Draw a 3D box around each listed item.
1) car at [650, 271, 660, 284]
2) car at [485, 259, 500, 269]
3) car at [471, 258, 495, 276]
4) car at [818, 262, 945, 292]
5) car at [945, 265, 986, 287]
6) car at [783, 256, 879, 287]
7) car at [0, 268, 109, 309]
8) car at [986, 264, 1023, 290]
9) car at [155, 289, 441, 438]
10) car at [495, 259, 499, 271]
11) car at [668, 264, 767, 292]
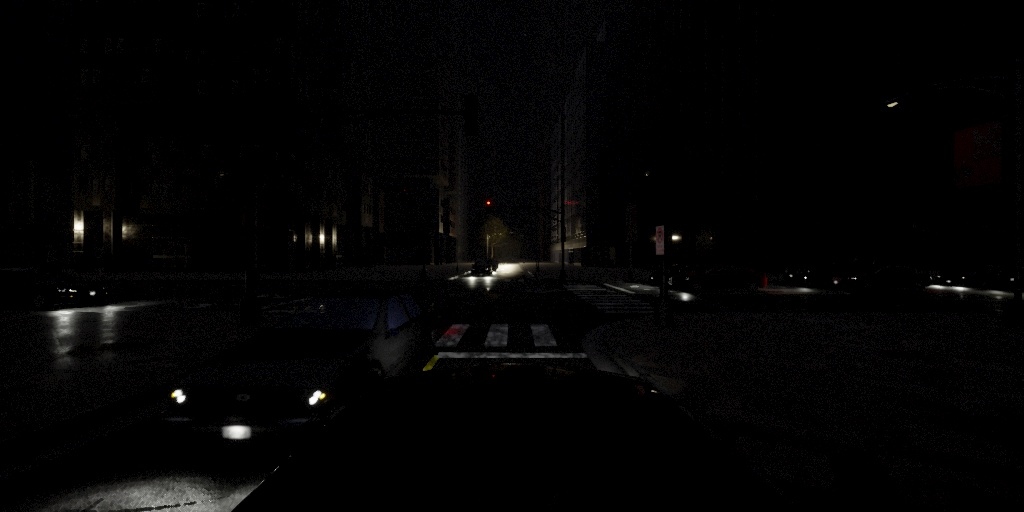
[{"bbox_3d":[11.854,1.258,24.194,4.892,1.490,1.837,0,0,-1],"label":"car"},{"bbox_3d":[-3.125,1.241,57.209,2.128,1.511,4.902,0,0,0],"label":"car"},{"bbox_3d":[-3.101,1.227,37.513,1.882,1.535,5.008,0,0,1],"label":"car"},{"bbox_3d":[21.331,1.262,20.894,4.902,1.511,2.128,0,0,0],"label":"car"},{"bbox_3d":[32.040,1.327,24.094,5.357,1.411,2.033,0,0,0],"label":"car"},{"bbox_3d":[21.585,0.986,24.129,5.566,2.045,2.150,0,0,1],"label":"car"},{"bbox_3d":[-19.207,1.250,14.352,4.892,1.490,1.837,0,0,0],"label":"car"},{"bbox_3d":[31.944,1.007,20.845,5.566,2.045,2.150,0,0,0],"label":"car"},{"bbox_3d":[-2.577,1.297,6.089,2.033,1.411,5.357,0,0,1],"label":"car"},{"bbox_3d":[-3.115,1.101,47.293,2.097,1.767,4.553,0,0,0],"label":"car"},{"bbox_3d":[12.007,1.237,20.937,5.008,1.535,1.882,0,0,1],"label":"car"}]
